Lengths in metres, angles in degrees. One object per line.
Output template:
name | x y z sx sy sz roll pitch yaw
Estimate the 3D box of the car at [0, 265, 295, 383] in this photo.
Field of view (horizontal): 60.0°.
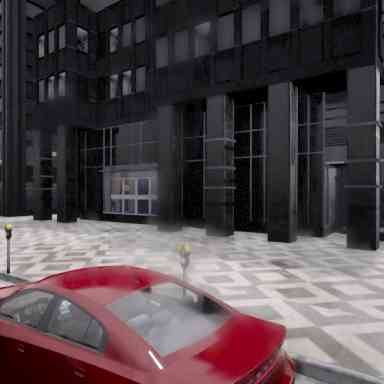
car | -1.167 1.545 3.798 4.507 1.381 1.887 0 0 36
